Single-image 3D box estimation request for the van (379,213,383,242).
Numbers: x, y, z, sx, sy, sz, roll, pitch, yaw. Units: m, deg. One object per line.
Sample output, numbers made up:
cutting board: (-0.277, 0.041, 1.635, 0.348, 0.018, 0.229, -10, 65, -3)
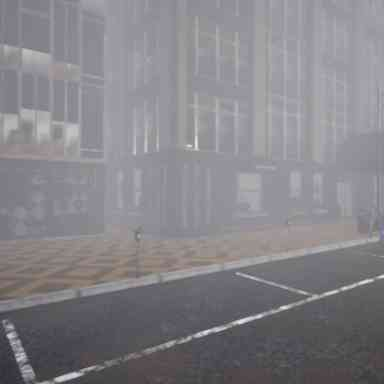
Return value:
van: (8.850, 1.248, 12.863, 3.998, 1.788, 1.690, 0, 1, -36)
